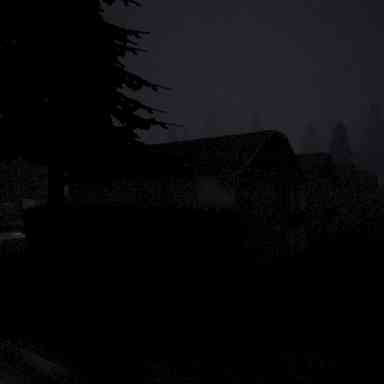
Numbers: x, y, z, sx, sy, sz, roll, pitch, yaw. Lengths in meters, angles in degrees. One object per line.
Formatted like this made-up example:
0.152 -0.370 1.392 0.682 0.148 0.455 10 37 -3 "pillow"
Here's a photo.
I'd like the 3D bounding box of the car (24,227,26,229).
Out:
-9.459 1.864 23.774 2.097 1.767 4.553 -1 -1 36 "car"
